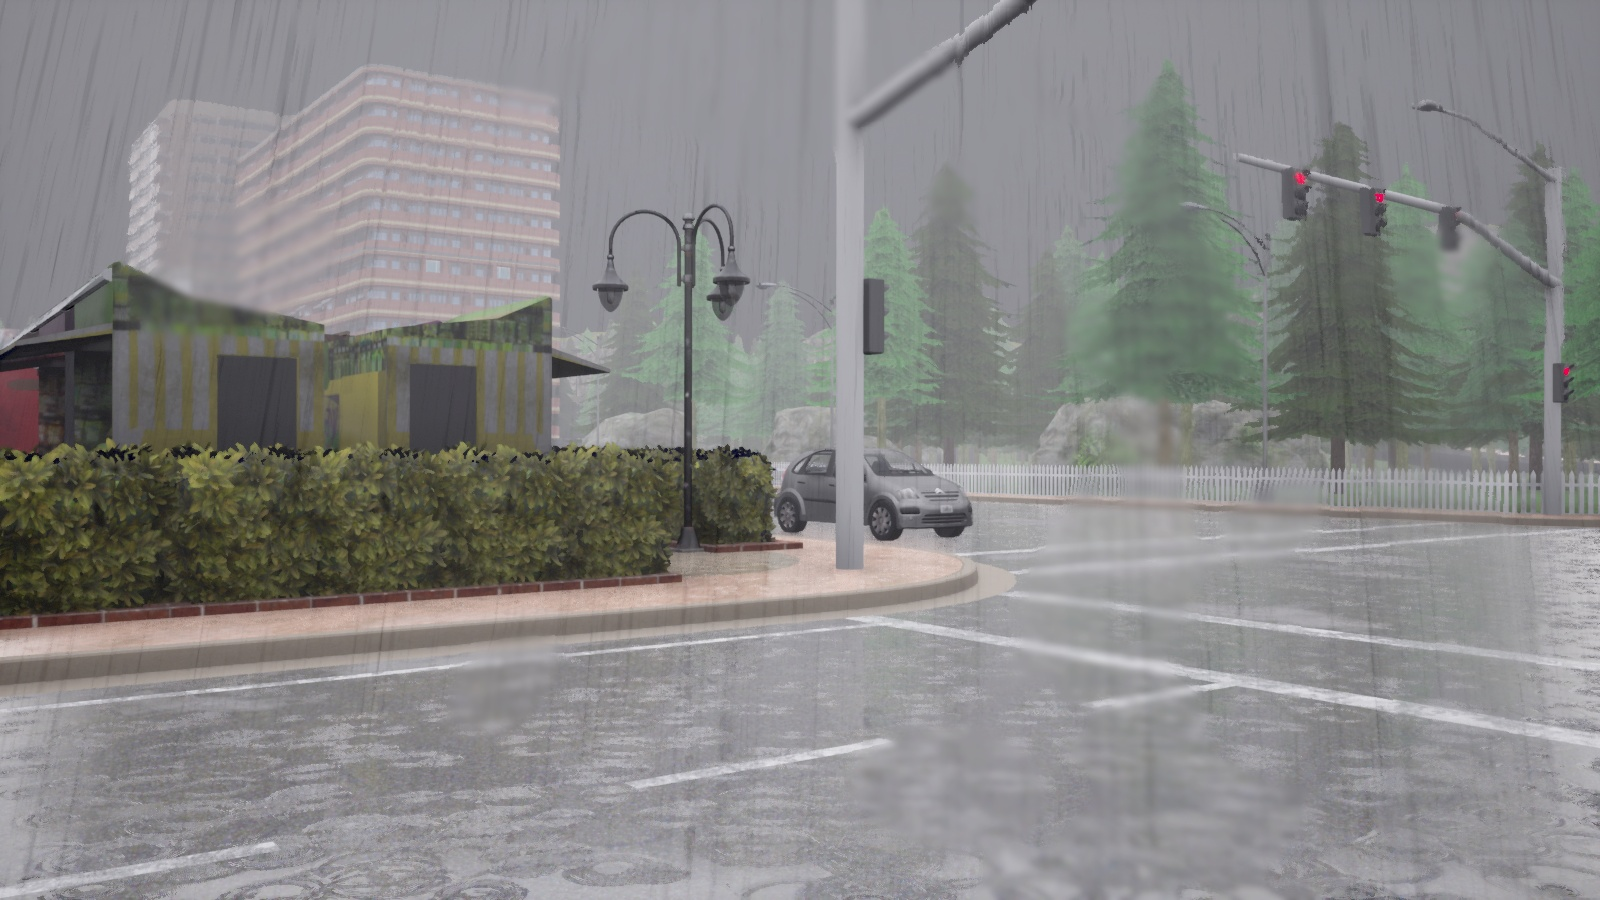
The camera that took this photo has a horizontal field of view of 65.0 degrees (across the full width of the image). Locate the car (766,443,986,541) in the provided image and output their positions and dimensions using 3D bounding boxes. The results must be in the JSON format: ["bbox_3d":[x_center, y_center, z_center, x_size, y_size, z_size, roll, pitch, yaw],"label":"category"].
[{"bbox_3d":[1.295,0.695,22.831,1.851,1.617,3.988,0,0,-37],"label":"car"}]
